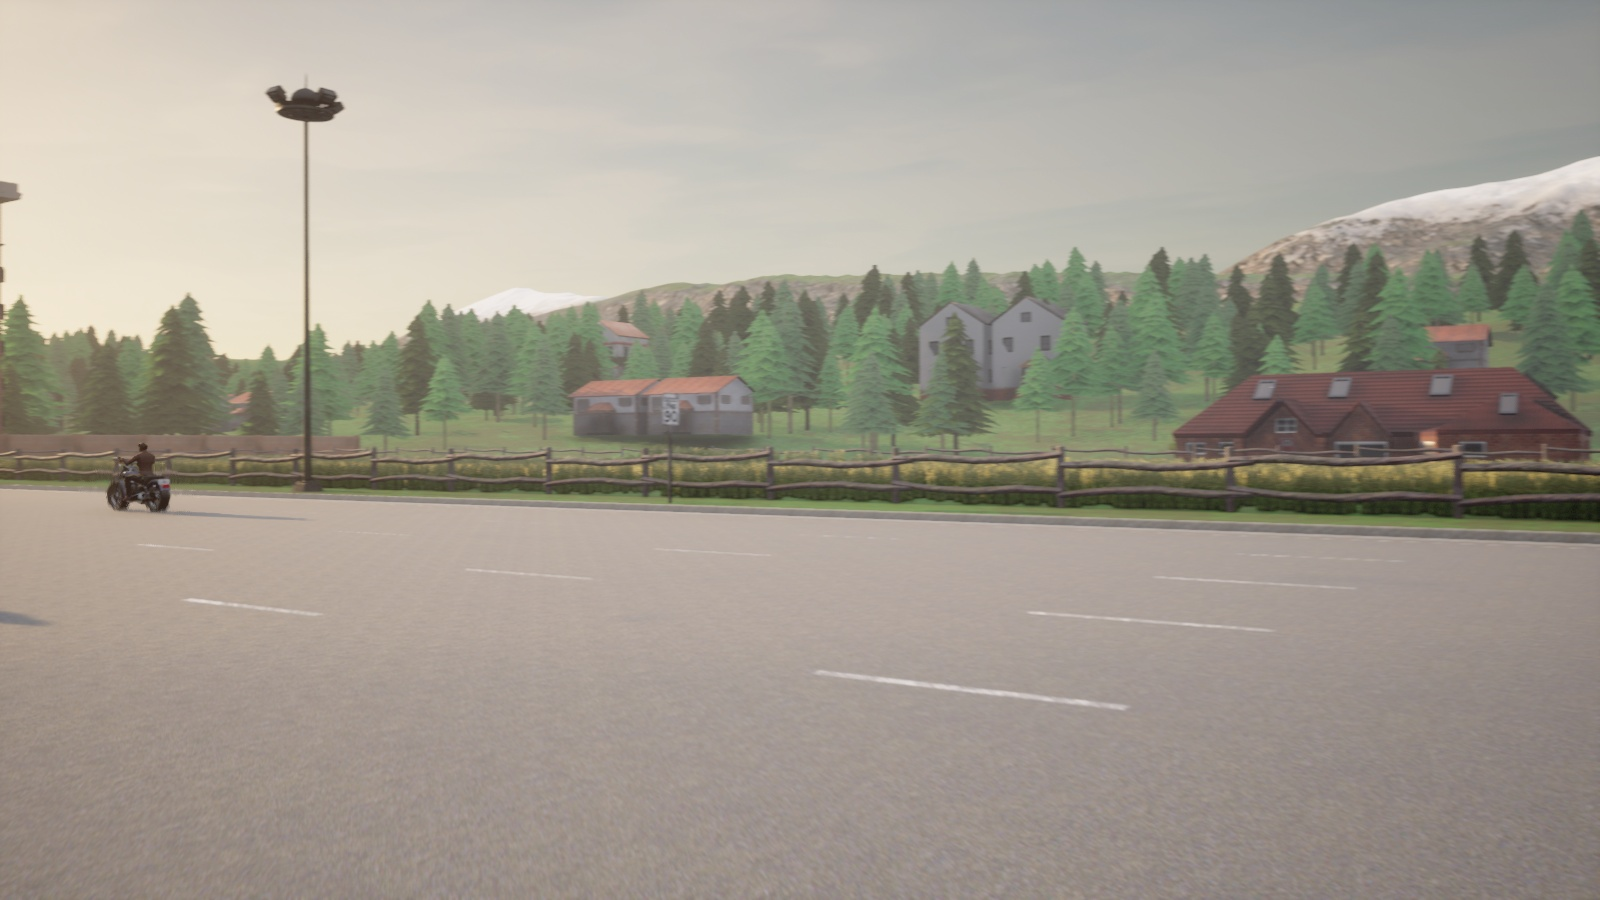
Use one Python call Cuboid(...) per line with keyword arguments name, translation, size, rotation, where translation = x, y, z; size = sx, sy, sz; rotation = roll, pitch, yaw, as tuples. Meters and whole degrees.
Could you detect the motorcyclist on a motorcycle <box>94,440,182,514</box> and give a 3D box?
Cuboid(name="motorcyclist on a motorcycle", translation=(-15.230, 0.601, 28.871), size=(2.350, 1.649, 0.766), rotation=(0, 0, 34))
